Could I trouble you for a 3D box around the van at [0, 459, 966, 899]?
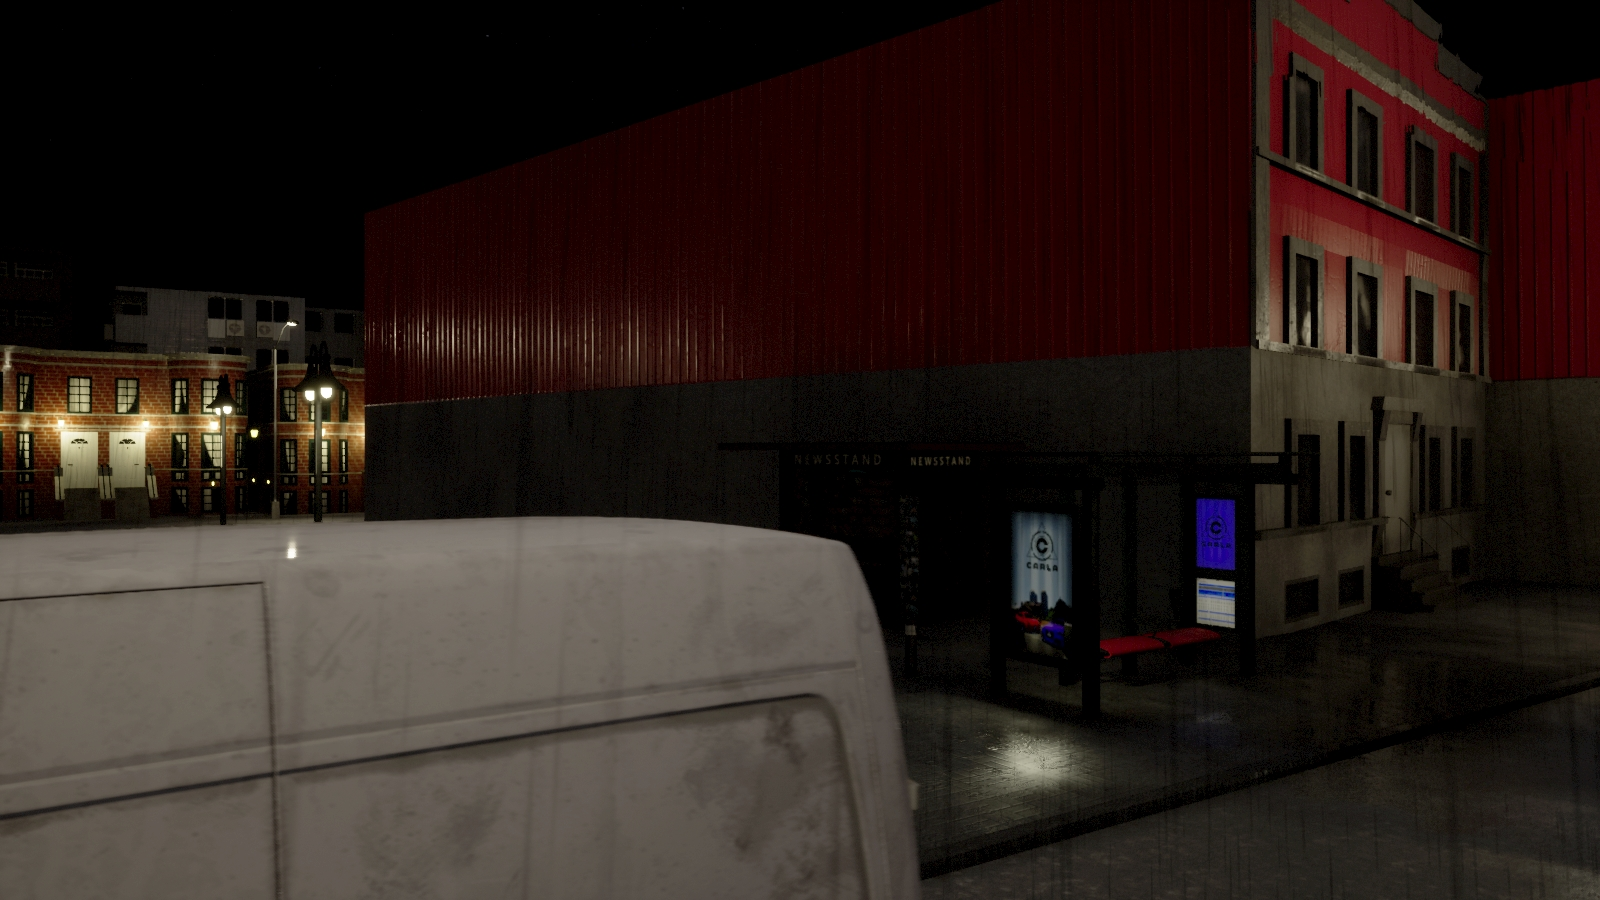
[{"bbox_3d":[-2.473,1.315,2.677,5.915,2.561,1.988,0,0,-35],"label":"van"}]
